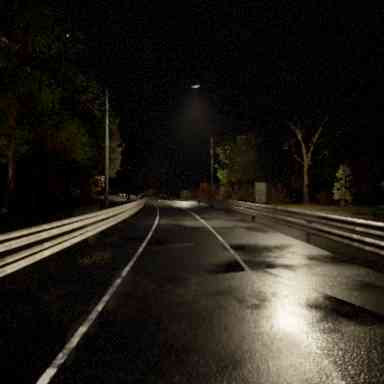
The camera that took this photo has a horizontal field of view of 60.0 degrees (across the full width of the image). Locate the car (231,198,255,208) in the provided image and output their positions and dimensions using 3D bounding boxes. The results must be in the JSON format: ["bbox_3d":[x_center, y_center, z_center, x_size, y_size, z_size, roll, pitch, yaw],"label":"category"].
[{"bbox_3d":[7.739,1.621,50.824,1.837,1.490,4.892,0,0,-22],"label":"car"}]

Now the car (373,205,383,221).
[{"bbox_3d":[17.479,1.459,26.753,2.150,2.045,5.566,0,0,-22],"label":"car"}]

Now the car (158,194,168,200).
[{"bbox_3d":[-7.794,1.407,89.231,1.837,1.490,4.892,0,0,-22],"label":"car"}]
